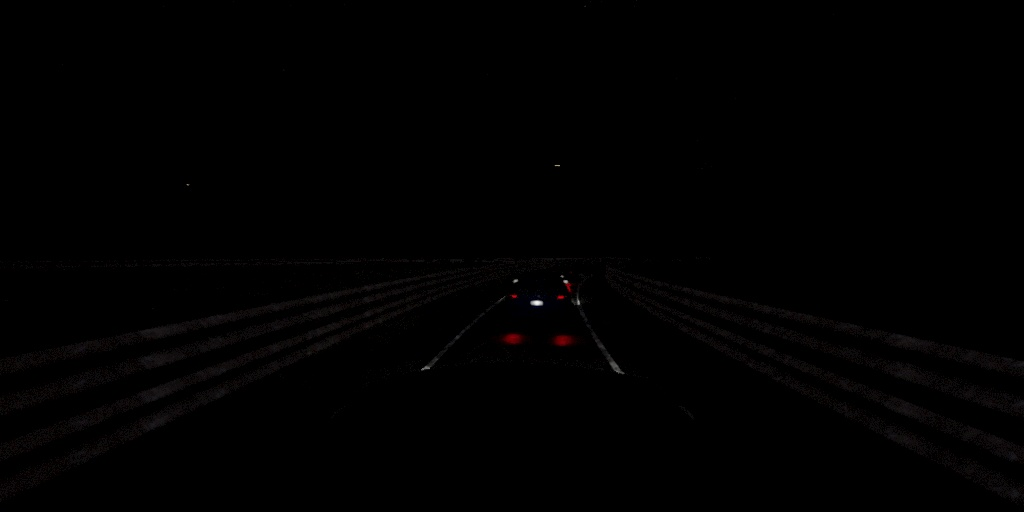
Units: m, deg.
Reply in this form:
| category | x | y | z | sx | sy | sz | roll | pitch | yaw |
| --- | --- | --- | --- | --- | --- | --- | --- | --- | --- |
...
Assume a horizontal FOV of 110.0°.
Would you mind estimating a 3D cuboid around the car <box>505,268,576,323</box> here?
| category | x | y | z | sx | sy | sz | roll | pitch | yaw |
| --- | --- | --- | --- | --- | --- | --- | --- | --- | --- |
| car | 0.942 | 1.276 | 12.020 | 1.994 | 1.385 | 4.181 | 0 | 0 | 7 |

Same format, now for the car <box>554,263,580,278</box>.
| category | x | y | z | sx | sy | sz | roll | pitch | yaw |
| --- | --- | --- | --- | --- | --- | --- | --- | --- | --- |
| car | 4.420 | 1.255 | 29.205 | 1.895 | 1.301 | 4.718 | 0 | 0 | 16 |
